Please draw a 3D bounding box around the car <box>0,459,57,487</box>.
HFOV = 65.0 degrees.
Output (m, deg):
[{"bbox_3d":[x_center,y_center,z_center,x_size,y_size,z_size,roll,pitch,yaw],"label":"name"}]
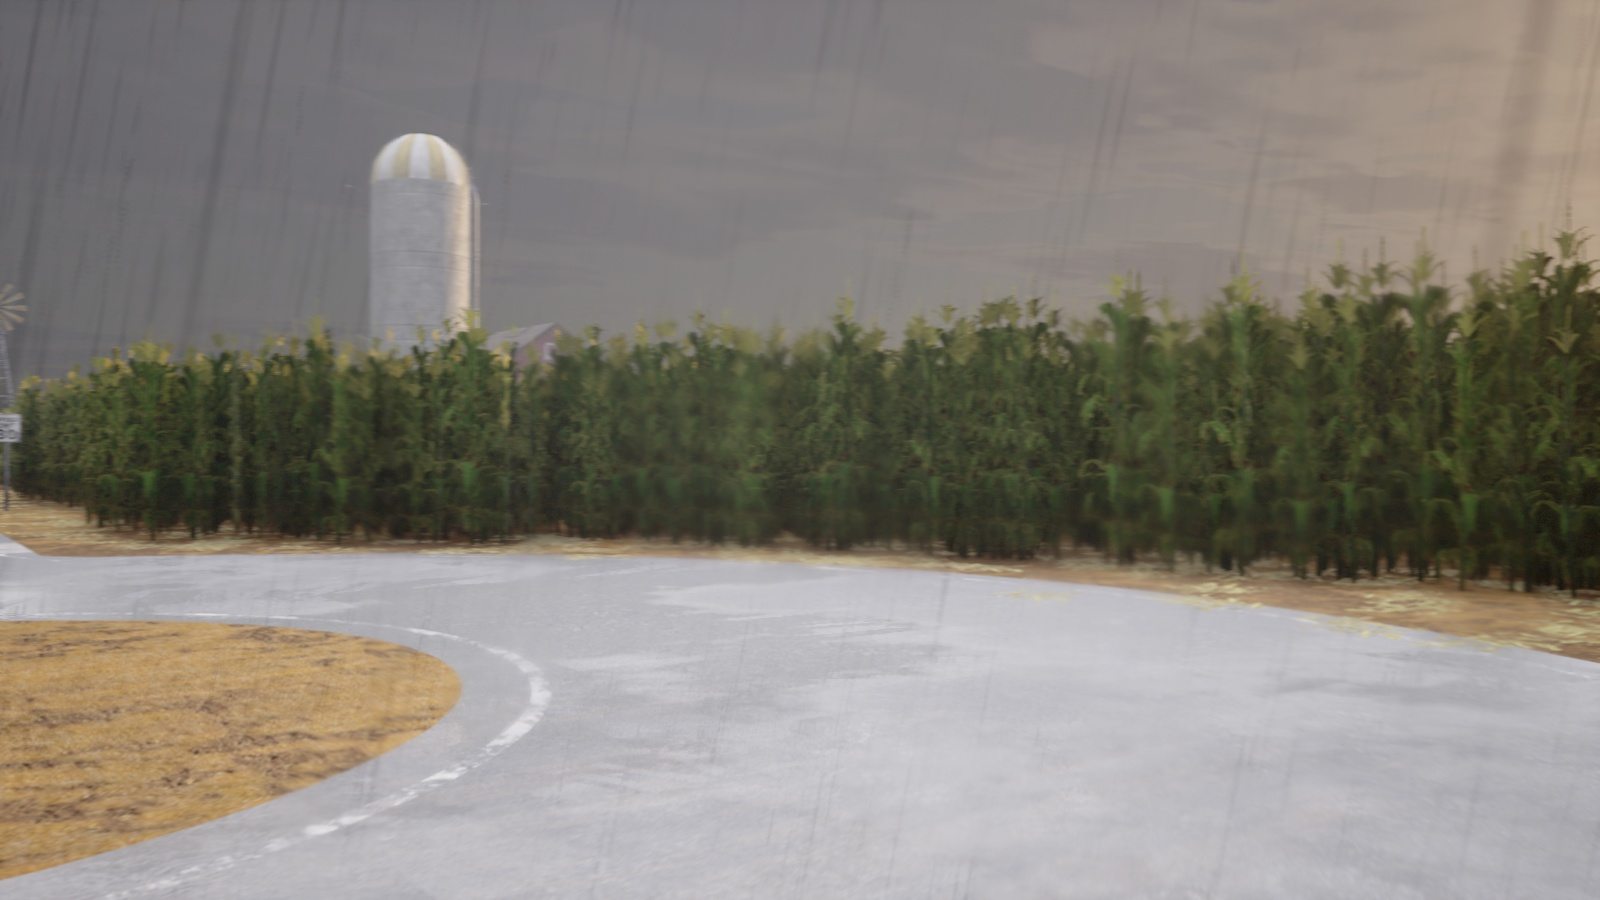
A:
[{"bbox_3d":[-39.731,1.142,62.957,4.181,1.385,1.994,0,0,-27],"label":"car"}]
